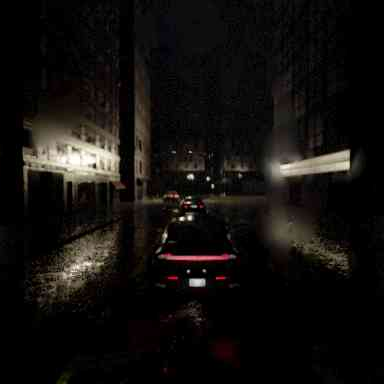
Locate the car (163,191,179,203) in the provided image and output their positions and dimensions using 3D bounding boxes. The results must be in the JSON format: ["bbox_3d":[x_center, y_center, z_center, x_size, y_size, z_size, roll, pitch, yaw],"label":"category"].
[{"bbox_3d":[-2.966,0.652,48.174,2.097,1.767,4.553,0,1,0],"label":"car"}]

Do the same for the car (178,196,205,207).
[{"bbox_3d":[0.122,1.131,28.120,2.033,1.411,5.357,0,1,0],"label":"car"}]

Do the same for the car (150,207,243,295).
[{"bbox_3d":[0.103,1.366,8.360,2.128,1.511,4.902,0,1,0],"label":"car"}]
